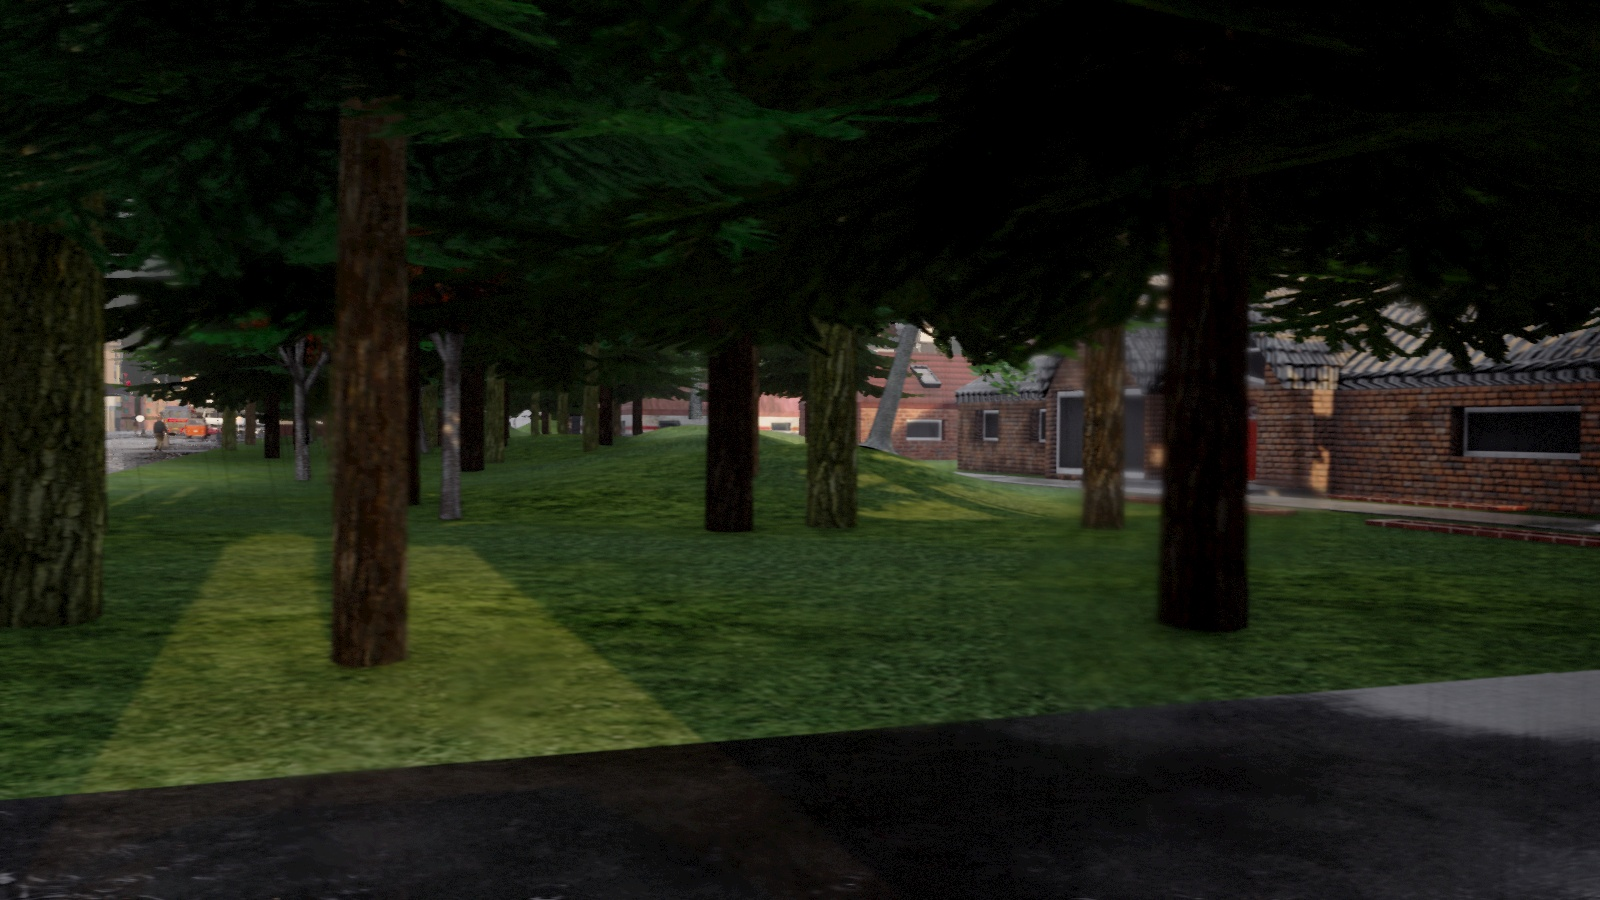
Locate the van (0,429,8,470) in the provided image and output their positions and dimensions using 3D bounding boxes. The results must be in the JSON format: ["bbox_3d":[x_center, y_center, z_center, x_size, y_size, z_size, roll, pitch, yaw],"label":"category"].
[{"bbox_3d":[-39.919,-0.008,60.833,1.775,1.987,4.442,-1,1,-21],"label":"van"}]

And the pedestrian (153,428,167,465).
[{"bbox_3d":[-32.456,-0.178,63.717,0.402,1.842,0.726,-1,1,-9],"label":"pedestrian"}]

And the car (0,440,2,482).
[{"bbox_3d":[-28.313,0.425,41.690,2.163,1.488,4.792,-1,1,-21],"label":"car"}]
